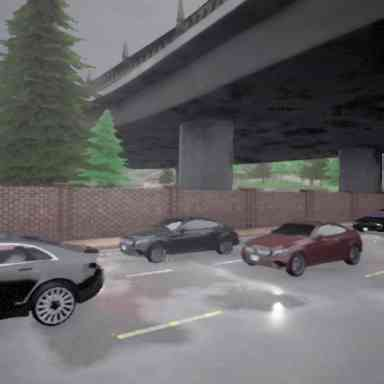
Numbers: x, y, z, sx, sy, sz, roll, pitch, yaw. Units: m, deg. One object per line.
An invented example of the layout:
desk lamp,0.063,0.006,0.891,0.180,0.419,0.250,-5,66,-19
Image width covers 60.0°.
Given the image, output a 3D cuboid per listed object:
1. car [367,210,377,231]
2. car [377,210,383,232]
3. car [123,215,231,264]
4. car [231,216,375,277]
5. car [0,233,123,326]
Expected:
car,12.341,1.819,20.927,5.357,1.411,2.033,1,0,-34
car,11.665,1.456,16.228,5.566,2.045,2.150,1,0,-34
car,-0.313,1.600,12.252,4.674,1.442,1.812,1,-1,-34
car,3.704,1.635,10.766,4.674,1.442,1.812,1,0,-35
car,-3.932,1.482,5.519,4.902,1.511,2.128,1,0,-34
